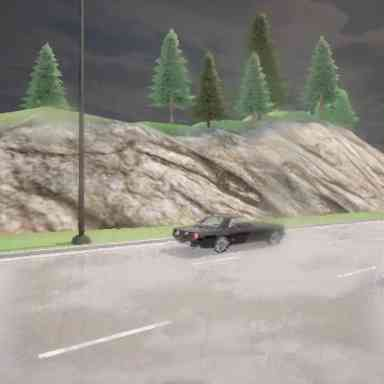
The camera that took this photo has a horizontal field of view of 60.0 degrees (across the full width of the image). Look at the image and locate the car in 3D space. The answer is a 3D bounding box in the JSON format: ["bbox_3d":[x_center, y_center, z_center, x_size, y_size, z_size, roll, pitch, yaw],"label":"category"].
[{"bbox_3d":[1.648,1.600,13.531,4.718,1.301,1.895,0,0,-36],"label":"car"}]
